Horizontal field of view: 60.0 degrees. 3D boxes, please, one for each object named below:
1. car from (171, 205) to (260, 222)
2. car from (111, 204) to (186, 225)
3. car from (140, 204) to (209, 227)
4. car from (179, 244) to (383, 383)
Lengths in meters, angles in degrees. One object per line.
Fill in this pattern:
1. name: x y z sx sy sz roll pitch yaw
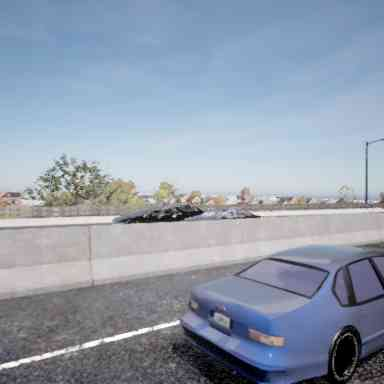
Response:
1. car: 1.633 1.641 18.013 4.902 1.511 2.128 1 -1 -35
2. car: -2.282 1.625 19.533 4.892 1.490 1.837 1 -1 -35
3. car: -1.228 1.674 24.560 4.892 1.490 1.837 1 -1 -35
4. car: 2.401 1.611 5.451 5.357 1.411 2.033 1 -1 -35
